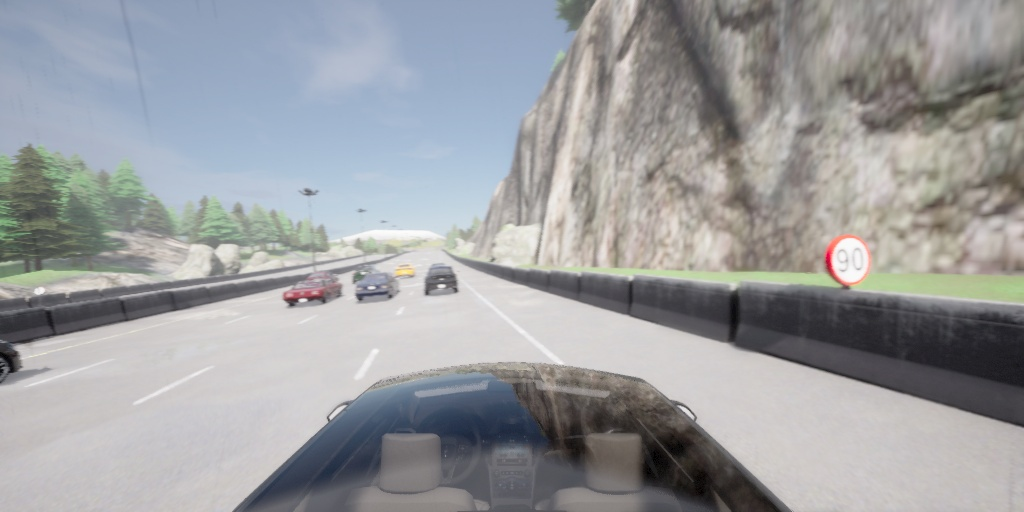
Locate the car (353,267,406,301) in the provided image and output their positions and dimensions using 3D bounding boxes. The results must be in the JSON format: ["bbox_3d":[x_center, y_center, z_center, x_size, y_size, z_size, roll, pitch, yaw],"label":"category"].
[{"bbox_3d":[-7.636,1.660,20.647,2.033,1.411,5.357,-4,1,-12],"label":"car"}]

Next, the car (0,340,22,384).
[{"bbox_3d":[-11.497,2.085,5.876,2.128,1.511,4.902,-5,1,-12],"label":"car"}]

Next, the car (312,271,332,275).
[{"bbox_3d":[-17.347,2.152,32.874,1.812,1.442,4.674,-4,1,-12],"label":"car"}]

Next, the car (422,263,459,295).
[{"bbox_3d":[-4.191,1.348,21.209,1.837,1.490,4.892,-4,1,-12],"label":"car"}]

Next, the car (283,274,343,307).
[{"bbox_3d":[-11.181,1.982,20.552,1.895,1.301,4.718,-4,1,-12],"label":"car"}]

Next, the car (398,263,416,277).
[{"bbox_3d":[-11.623,1.544,39.282,1.882,1.535,5.008,-4,1,-12],"label":"car"}]

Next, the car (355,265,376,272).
[{"bbox_3d":[-14.508,1.700,36.012,2.097,1.767,4.553,-4,1,-12],"label":"car"}]
